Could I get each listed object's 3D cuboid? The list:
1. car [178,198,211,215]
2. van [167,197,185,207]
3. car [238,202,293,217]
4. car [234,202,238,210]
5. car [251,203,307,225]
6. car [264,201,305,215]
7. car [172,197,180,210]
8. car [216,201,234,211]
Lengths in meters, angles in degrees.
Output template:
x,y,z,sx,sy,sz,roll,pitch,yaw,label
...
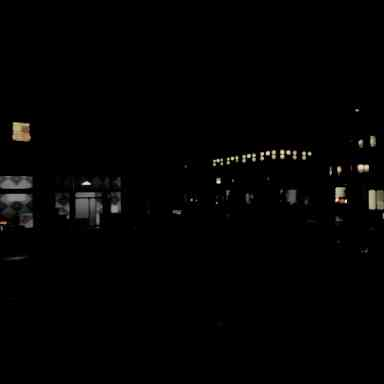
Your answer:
x,y,z,sx,sy,sz,roll,pitch,yaw,label
0.483,1.842,38.827,1.967,1.590,4.097,-1,0,-29,car
-2.991,1.902,62.247,1.690,1.788,3.998,-1,0,-29,van
7.111,1.764,32.287,2.128,1.511,4.902,-1,0,-29,car
7.804,1.898,42.914,1.802,1.307,4.206,-1,0,-29,car
7.143,1.810,26.651,1.947,1.339,4.313,-1,0,-29,car
10.500,1.803,38.080,2.008,1.369,4.403,-1,0,-29,car
-3.753,2.003,51.842,1.882,1.535,5.008,-1,-1,-29,car
5.107,1.960,47.746,1.802,1.307,4.206,-1,0,-29,car
